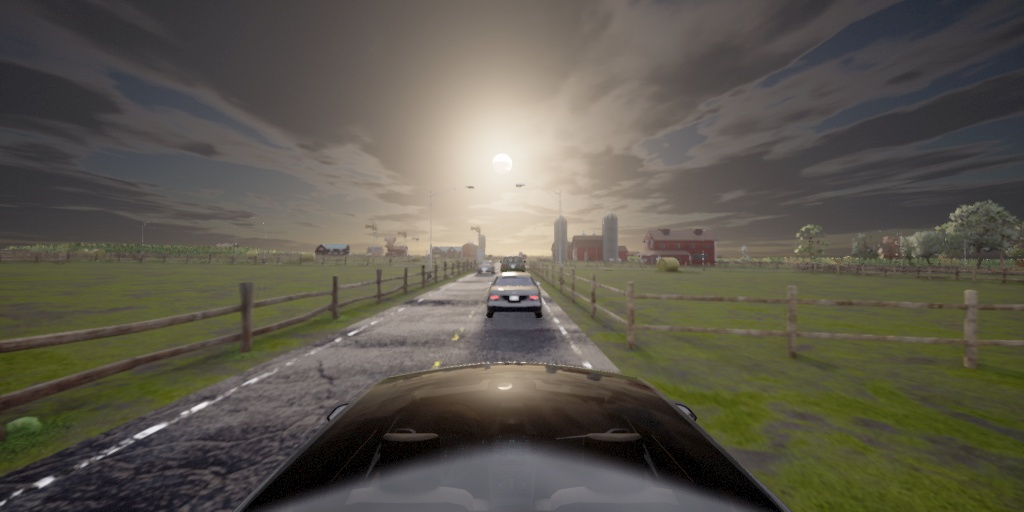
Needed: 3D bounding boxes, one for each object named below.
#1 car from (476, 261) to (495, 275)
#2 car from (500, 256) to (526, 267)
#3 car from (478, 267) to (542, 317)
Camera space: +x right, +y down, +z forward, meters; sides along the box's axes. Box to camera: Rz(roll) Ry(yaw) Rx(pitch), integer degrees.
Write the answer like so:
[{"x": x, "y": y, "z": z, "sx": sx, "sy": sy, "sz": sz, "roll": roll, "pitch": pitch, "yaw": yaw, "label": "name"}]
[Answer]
[{"x": -2.861, "y": 1.258, "z": 39.824, "sx": 2.128, "sy": 1.511, "sz": 4.902, "roll": 0, "pitch": 0, "yaw": 0, "label": "car"}, {"x": 0.080, "y": 0.985, "z": 32.403, "sx": 2.150, "sy": 2.045, "sz": 5.566, "roll": 0, "pitch": 0, "yaw": 0, "label": "car"}, {"x": 0.078, "y": 1.302, "z": 13.199, "sx": 2.033, "sy": 1.411, "sz": 5.357, "roll": 0, "pitch": 0, "yaw": 0, "label": "car"}]
